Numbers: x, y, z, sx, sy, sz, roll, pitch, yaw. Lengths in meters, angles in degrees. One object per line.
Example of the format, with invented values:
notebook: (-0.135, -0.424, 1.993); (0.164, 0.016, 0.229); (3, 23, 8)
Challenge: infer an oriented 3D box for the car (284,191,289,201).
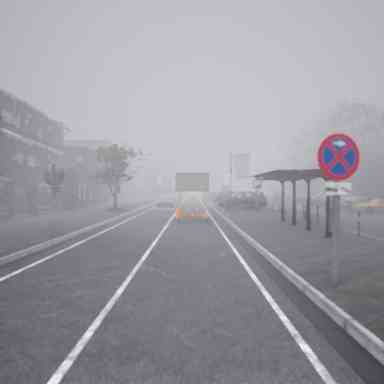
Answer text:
car: (18.750, 1.063, 57.789); (4.792, 1.488, 2.163); (0, 1, 0)

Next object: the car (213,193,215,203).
car: (5.541, 1.215, 40.275); (5.366, 1.575, 1.946); (0, 1, 0)

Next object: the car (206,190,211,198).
car: (5.699, 0.962, 62.706); (4.892, 1.521, 2.231); (0, 1, 0)

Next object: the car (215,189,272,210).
car: (5.702, 0.995, 37.469); (5.566, 2.045, 2.435); (0, 1, 0)

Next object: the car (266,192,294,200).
car: (18.945, 0.806, 71.673); (5.366, 1.575, 1.946); (0, 1, 0)

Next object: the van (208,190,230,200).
van: (5.797, 0.594, 71.114); (4.442, 1.987, 1.878); (0, 1, 0)

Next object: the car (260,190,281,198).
car: (18.778, 0.536, 79.998); (4.553, 1.767, 2.185); (0, 1, 0)

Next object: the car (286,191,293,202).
car: (18.969, 1.063, 55.017); (5.366, 1.575, 1.946); (0, 1, 0)

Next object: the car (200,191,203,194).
car: (5.631, 0.321, 85.128); (5.566, 2.045, 2.435); (0, 1, 0)

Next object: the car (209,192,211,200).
car: (5.731, 1.072, 57.096); (4.792, 1.488, 2.163); (0, 1, 0)

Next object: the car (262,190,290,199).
car: (18.784, 0.508, 74.444); (5.566, 2.045, 2.435); (0, 1, 0)

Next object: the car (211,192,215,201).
car: (5.708, 1.136, 48.684); (5.008, 1.535, 2.097); (0, 1, 0)

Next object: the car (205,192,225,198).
car: (5.661, 0.662, 82.330); (4.674, 1.452, 2.002); (0, 1, 0)

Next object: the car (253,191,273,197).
car: (18.740, 0.516, 88.326); (4.892, 1.521, 2.231); (0, 1, 0)

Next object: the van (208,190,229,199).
van: (5.793, 0.544, 73.917); (4.442, 1.987, 1.878); (0, 1, 0)

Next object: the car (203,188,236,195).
car: (5.656, 0.618, 68.309); (5.566, 2.045, 2.435); (0, 1, 0)

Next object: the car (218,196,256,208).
car: (5.725, 1.231, 43.078); (4.674, 1.452, 2.002); (0, 1, 0)

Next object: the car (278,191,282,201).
car: (18.804, 1.022, 60.572); (4.792, 1.488, 2.163); (0, 1, 0)

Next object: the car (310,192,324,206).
car: (18.806, 1.182, 43.912); (5.008, 1.535, 2.097); (0, 1, 0)

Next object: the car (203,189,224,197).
car: (5.627, 0.271, 87.930); (5.566, 2.045, 2.435); (0, 1, 0)

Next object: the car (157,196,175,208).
car: (-3.342, 1.232, 42.519); (1.812, 1.442, 4.674); (0, 1, 0)

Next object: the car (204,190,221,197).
car: (5.620, 0.348, 90.735); (4.553, 1.767, 2.185); (0, 1, 0)

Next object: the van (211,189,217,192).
van: (5.593, 0.882, 51.489); (4.442, 1.987, 1.878); (0, 1, 0)

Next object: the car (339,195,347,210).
car: (18.842, 1.293, 35.586); (4.792, 1.488, 2.163); (0, 1, 0)

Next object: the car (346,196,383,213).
car: (18.631, 1.287, 32.810); (5.366, 1.575, 1.946); (0, 1, 0)

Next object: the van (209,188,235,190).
van: (5.805, 0.692, 65.510); (4.442, 1.987, 1.878); (0, 1, 0)

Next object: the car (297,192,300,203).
car: (18.786, 1.128, 49.462); (4.892, 1.521, 2.231); (0, 1, 0)

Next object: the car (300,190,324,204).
car: (18.768, 0.903, 46.685); (5.566, 2.045, 2.435); (0, 1, 0)

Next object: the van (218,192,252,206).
van: (5.835, 0.938, 45.879); (4.442, 1.987, 1.878); (0, 1, 0)

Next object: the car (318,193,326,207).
car: (18.810, 1.209, 41.136); (5.008, 1.535, 2.097); (0, 1, 0)

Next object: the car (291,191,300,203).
car: (18.783, 1.098, 52.240); (5.008, 1.535, 2.097); (0, 1, 0)

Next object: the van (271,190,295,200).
van: (18.880, 0.632, 68.895); (4.442, 1.987, 1.878); (0, 1, 0)

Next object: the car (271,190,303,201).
car: (18.796, 0.655, 66.118); (5.566, 2.045, 2.435); (0, 1, 0)

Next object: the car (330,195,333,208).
car: (18.815, 1.237, 38.360); (4.892, 1.521, 2.231); (0, 1, 0)

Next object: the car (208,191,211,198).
car: (5.694, 1.044, 59.904); (4.674, 1.452, 2.002); (0, 1, 0)

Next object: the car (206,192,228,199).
car: (5.666, 0.722, 76.724); (4.892, 1.521, 2.231); (0, 1, 0)

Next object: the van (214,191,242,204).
van: (5.822, 0.849, 54.290); (4.442, 1.987, 1.878); (0, 1, 0)

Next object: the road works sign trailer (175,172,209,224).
road works sign trailer: (0.043, 0.361, 23.699); (2.380, 3.560, 2.880); (0, 1, 2)

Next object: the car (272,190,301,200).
car: (18.743, 0.699, 63.342); (5.566, 2.045, 2.435); (0, 1, 0)
